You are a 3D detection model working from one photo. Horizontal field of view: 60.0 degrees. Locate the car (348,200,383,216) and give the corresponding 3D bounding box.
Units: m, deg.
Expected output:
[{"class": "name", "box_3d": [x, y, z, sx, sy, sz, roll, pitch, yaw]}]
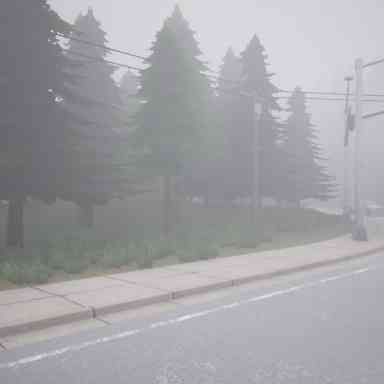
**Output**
[{"class": "car", "box_3d": [17.232, 1.526, 32.822, 1.812, 1.442, 4.674, 0, 0, -5]}]
